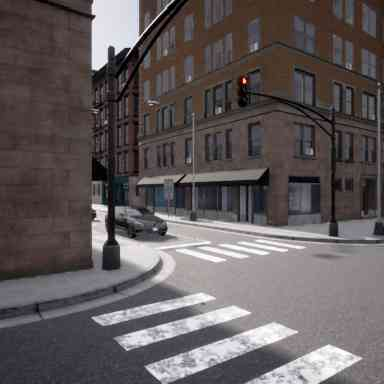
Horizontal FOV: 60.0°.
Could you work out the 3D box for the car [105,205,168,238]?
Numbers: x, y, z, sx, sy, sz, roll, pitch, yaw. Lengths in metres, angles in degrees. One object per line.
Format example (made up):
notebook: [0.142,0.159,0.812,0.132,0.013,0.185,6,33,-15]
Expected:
car: [-3.048,1.436,17.282,1.812,1.442,4.674,0,0,-35]

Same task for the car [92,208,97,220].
car: [-9.081,1.394,25.741,2.033,1.411,5.357,0,0,-36]
